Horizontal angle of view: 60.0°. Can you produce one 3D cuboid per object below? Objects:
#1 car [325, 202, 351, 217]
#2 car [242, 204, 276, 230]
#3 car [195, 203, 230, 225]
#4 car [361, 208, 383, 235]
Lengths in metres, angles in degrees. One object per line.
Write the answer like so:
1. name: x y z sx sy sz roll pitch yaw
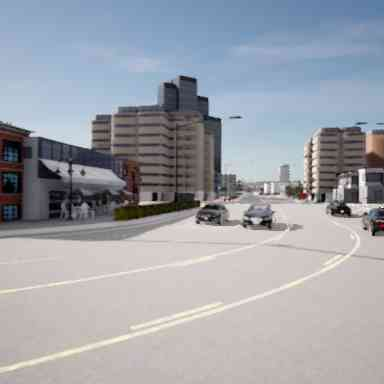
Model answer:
1. car: 15.096 1.732 34.432 1.812 1.442 4.674 0 0 14
2. car: 4.560 1.596 22.264 2.128 1.511 4.902 0 0 17
3. car: 1.650 1.604 24.968 1.837 1.490 4.892 0 -1 17
4. car: 11.050 1.655 19.116 1.812 1.442 4.674 0 0 20
